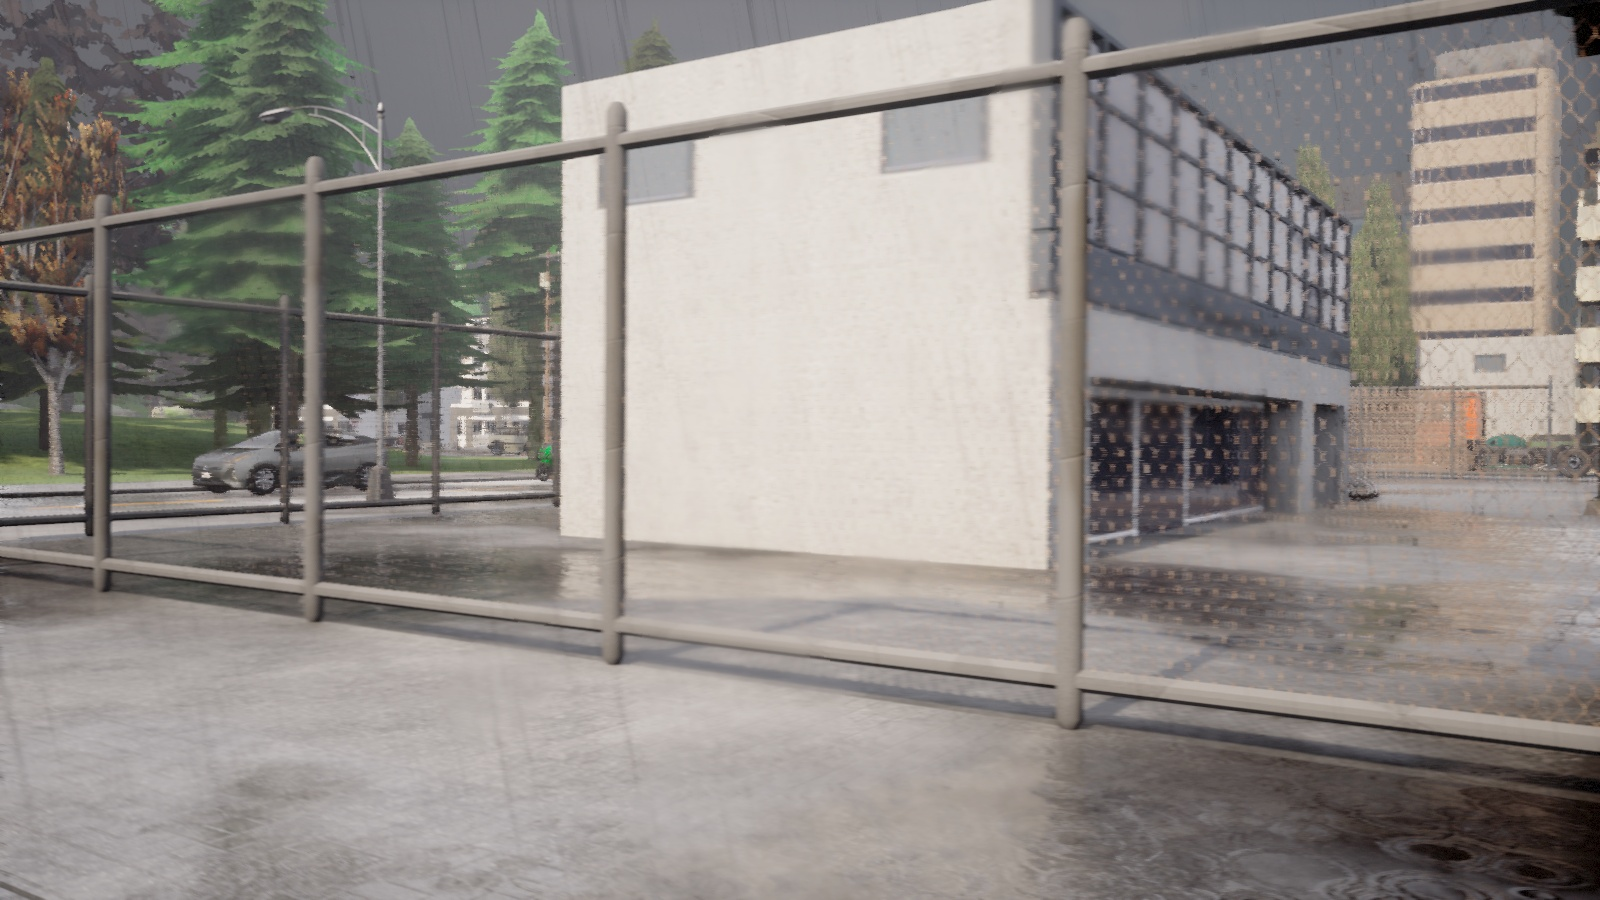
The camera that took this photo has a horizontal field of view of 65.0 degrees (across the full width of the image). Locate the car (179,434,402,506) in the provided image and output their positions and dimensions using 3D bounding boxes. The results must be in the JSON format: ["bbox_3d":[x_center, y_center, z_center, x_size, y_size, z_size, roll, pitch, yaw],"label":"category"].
[{"bbox_3d":[-11.916,0.415,29.664,2.007,1.525,4.514,0,1,33],"label":"car"}]

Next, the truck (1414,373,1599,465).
[{"bbox_3d":[28.731,-1.183,49.399,7.936,3.462,2.891,0,1,33],"label":"truck"}]

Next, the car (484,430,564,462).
[{"bbox_3d":[-16.326,-0.249,74.316,4.605,1.855,1.932,0,1,34],"label":"car"}]

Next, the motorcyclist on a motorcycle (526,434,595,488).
[{"bbox_3d":[-7.041,0.305,37.036,0.797,1.523,2.044,0,1,33],"label":"motorcyclist on a motorcycle"}]
